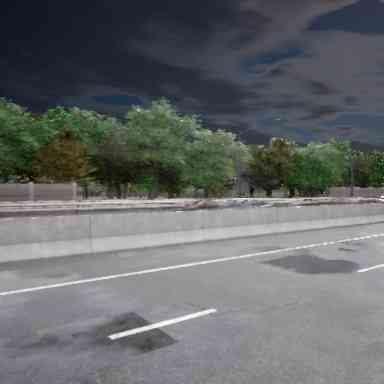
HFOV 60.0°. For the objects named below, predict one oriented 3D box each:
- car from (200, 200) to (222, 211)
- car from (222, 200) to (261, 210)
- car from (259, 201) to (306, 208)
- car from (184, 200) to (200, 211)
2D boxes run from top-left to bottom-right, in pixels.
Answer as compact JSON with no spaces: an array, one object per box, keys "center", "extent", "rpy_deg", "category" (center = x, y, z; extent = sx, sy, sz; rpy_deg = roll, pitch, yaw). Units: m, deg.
[{"center":[3.769,1.542,32.360],"extent":[5.357,1.411,2.033],"rpy_deg":[0,0,-35],"category":"car"},{"center":[5.274,1.504,29.144],"extent":[4.892,1.490,1.837],"rpy_deg":[0,0,-35],"category":"car"},{"center":[7.909,1.603,26.713],"extent":[4.718,1.301,1.895],"rpy_deg":[0,0,-36],"category":"car"},{"center":[1.322,1.522,34.902],"extent":[4.674,1.442,1.812],"rpy_deg":[0,0,-35],"category":"car"}]
